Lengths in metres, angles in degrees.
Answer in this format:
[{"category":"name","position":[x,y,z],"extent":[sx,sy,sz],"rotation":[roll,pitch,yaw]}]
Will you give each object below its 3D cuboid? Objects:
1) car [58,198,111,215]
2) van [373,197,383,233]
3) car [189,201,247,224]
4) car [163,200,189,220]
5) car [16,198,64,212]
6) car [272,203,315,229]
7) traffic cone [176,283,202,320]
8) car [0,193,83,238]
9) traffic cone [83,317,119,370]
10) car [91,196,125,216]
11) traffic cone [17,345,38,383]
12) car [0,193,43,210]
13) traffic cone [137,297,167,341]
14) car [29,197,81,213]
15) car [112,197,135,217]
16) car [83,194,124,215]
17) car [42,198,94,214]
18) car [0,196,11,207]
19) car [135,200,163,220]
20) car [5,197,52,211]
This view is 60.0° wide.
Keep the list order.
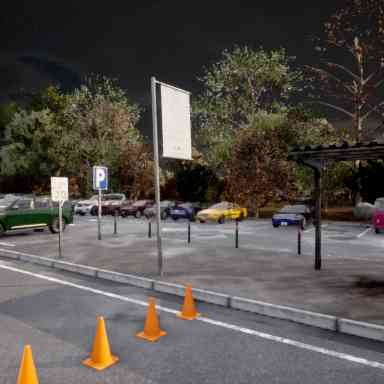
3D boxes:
[{"category":"car","position":[-11.192,1.461,34.896],"extent":[2.231,1.521,4.892],"rotation":[0,0,35]},{"category":"van","position":[11.592,1.264,19.046],"extent":[1.878,1.987,4.442],"rotation":[0,0,35]},{"category":"car","position":[2.333,1.474,25.179],"extent":[1.946,1.575,5.366],"rotation":[0,0,35]},{"category":"car","position":[0.185,1.504,26.950],"extent":[2.163,1.488,4.792],"rotation":[0,0,35]},{"category":"car","position":[-18.020,1.468,39.662],"extent":[2.163,1.488,4.792],"rotation":[0,0,35]},{"category":"car","position":[6.966,1.513,22.117],"extent":[2.163,1.488,4.792],"rotation":[0,0,35]},{"category":"traffic cone","position":[-0.057,1.957,6.044],"extent":[0.340,0.580,0.340],"rotation":[0,0,36]},{"category":"car","position":[-8.924,1.220,17.293],"extent":[2.435,2.045,5.566],"rotation":[0,0,35]},{"category":"traffic cone","position":[-1.206,1.957,4.412],"extent":[0.340,0.580,0.340],"rotation":[0,0,35]},{"category":"car","position":[-6.643,1.465,31.715],"extent":[2.097,1.535,5.008],"rotation":[0,0,35]},{"category":"traffic cone","position":[-1.781,1.957,3.595],"extent":[0.340,0.580,0.340],"rotation":[0,0,35]},{"category":"car","position":[-22.567,1.152,42.855],"extent":[2.435,2.045,5.566],"rotation":[0,0,35]},{"category":"traffic cone","position":[-0.631,1.957,5.229],"extent":[0.340,0.580,0.340],"rotation":[0,0,35]},{"category":"car","position":[-15.629,1.443,38.244],"extent":[1.946,1.575,5.366],"rotation":[0,0,35]},{"category":"car","position":[-4.372,1.468,30.120],"extent":[2.097,1.535,5.008],"rotation":[0,0,35]},{"category":"car","position":[-8.934,1.211,33.282],"extent":[2.435,2.045,5.566],"rotation":[0,0,35]},{"category":"car","position":[-13.465,1.454,36.492],"extent":[2.097,1.535,5.008],"rotation":[0,0,35]},{"category":"car","position":[-29.260,1.331,47.818],"extent":[1.946,1.575,5.366],"rotation":[1,0,35]},{"category":"car","position":[-2.099,1.473,28.526],"extent":[2.231,1.521,4.892],"rotation":[0,0,35]},{"category":"car","position":[-20.265,1.451,41.309],"extent":[2.163,1.488,4.792],"rotation":[0,0,35]}]
